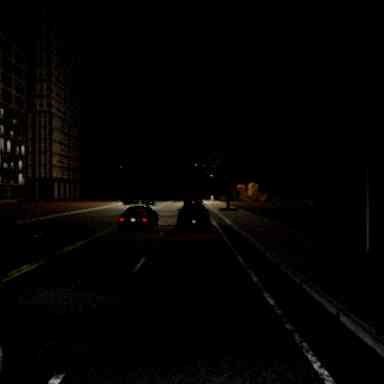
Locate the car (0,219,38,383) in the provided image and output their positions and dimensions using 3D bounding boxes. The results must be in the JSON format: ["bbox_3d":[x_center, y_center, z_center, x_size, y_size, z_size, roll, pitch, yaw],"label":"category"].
[{"bbox_3d":[-3.150,1.221,1.627,2.150,2.045,5.566,0,0,0],"label":"car"}]

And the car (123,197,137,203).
[{"bbox_3d":[-9.817,1.528,53.611,1.994,1.385,4.181,0,0,0],"label":"car"}]

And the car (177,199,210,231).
[{"bbox_3d":[0.101,1.464,20.752,1.882,1.535,5.008,0,0,0],"label":"car"}]

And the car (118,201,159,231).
[{"bbox_3d":[-3.149,1.534,20.294,2.033,1.411,5.357,0,0,0],"label":"car"}]

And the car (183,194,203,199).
[{"bbox_3d":[0.099,1.196,39.743,2.150,2.045,5.566,0,0,0],"label":"car"}]

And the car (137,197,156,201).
[{"bbox_3d":[-6.578,1.470,50.373,1.837,1.490,4.892,0,1,0],"label":"car"}]
